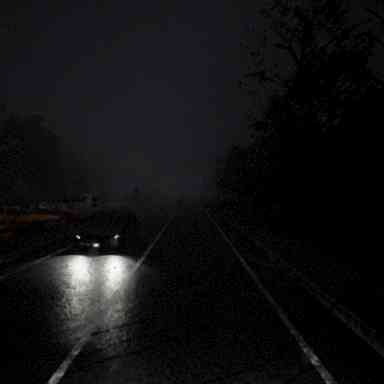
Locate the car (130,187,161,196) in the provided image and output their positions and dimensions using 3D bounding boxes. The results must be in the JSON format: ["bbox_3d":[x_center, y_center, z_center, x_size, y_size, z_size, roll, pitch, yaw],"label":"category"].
[{"bbox_3d":[-10.283,0.399,73.663,5.566,2.045,2.435,0,1,0],"label":"car"}]

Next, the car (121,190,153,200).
[{"bbox_3d":[-10.271,0.767,62.524,4.792,1.488,2.163,0,0,0],"label":"car"}]

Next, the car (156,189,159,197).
[{"bbox_3d":[-10.261,0.683,70.873,5.008,1.535,2.097,0,1,0],"label":"car"}]

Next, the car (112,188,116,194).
[{"bbox_3d":[-23.273,0.332,87.603,4.892,1.521,2.231,0,2,0],"label":"car"}]

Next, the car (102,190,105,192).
[{"bbox_3d":[-23.509,0.602,76.452,5.366,1.575,1.946,0,1,0],"label":"car"}]

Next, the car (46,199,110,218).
[{"bbox_3d":[-10.147,1.462,29.937,5.008,1.535,2.097,0,0,0],"label":"car"}]

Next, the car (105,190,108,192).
[{"bbox_3d":[-23.284,0.585,79.107,4.792,1.488,2.163,0,1,0],"label":"car"}]

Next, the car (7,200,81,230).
[{"bbox_3d":[-10.175,1.448,21.608,4.892,1.521,2.231,0,0,0],"label":"car"}]

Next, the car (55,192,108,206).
[{"bbox_3d":[-10.179,1.206,27.161,5.566,2.045,2.435,0,0,0],"label":"car"}]

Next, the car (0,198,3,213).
[{"bbox_3d":[-23.199,1.468,35.402,5.008,1.535,2.097,0,0,0],"label":"car"}]

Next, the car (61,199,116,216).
[{"bbox_3d":[-10.103,1.497,32.713,4.792,1.488,2.163,0,0,0],"label":"car"}]

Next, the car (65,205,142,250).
[{"bbox_3d":[-3.365,1.481,14.338,2.033,1.411,5.357,0,0,0],"label":"car"}]

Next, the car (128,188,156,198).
[{"bbox_3d":[-10.309,0.580,68.093,4.553,1.767,2.185,0,0,0],"label":"car"}]

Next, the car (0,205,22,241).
[{"bbox_3d":[-10.010,1.431,13.158,5.366,1.575,1.946,0,0,0],"label":"car"}]

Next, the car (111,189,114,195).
[{"bbox_3d":[-23.285,0.417,84.686,5.008,1.535,2.097,0,2,0],"label":"car"}]

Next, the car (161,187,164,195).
[{"bbox_3d":[-10.179,0.291,84.811,4.553,1.767,2.185,0,2,0],"label":"car"}]

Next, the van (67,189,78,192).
[{"bbox_3d":[-23.254,0.510,62.492,4.442,1.987,1.878,1,0,0],"label":"van"}]

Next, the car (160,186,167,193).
[{"bbox_3d":[-10.207,0.019,93.169,4.553,1.767,2.185,0,2,0],"label":"car"}]

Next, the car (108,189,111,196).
[{"bbox_3d":[-23.297,0.490,81.897,5.008,1.535,2.097,0,1,0],"label":"car"}]

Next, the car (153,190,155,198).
[{"bbox_3d":[-10.318,0.752,65.308,4.792,1.488,2.163,0,0,0],"label":"car"}]

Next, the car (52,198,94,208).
[{"bbox_3d":[-10.345,1.449,24.385,5.366,1.575,1.946,0,0,0],"label":"car"}]
